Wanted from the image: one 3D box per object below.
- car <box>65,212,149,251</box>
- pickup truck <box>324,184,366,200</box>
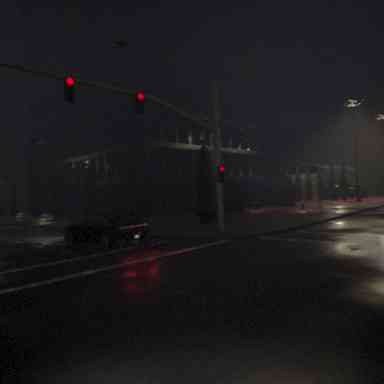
[{"bbox_3d":[-4.046,1.713,15.268,4.902,1.511,2.128,-3,0,42],"label":"car"},{"bbox_3d":[20.288,-0.009,44.747,6.274,2.098,2.390,-3,0,-16],"label":"pickup truck"}]
